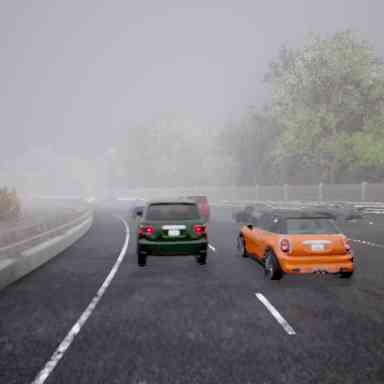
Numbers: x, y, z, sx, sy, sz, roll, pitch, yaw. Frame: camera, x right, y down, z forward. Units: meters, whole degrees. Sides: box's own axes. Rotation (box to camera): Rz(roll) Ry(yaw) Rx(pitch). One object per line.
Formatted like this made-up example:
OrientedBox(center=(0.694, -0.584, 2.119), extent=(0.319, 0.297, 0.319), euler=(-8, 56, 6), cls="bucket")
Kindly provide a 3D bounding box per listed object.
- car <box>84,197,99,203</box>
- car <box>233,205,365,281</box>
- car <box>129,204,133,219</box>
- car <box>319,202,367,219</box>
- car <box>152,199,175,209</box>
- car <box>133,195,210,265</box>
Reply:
OrientedBox(center=(-22.874, 1.788, 75.863), extent=(1.812, 1.442, 4.674), euler=(0, 0, -43), cls="car")
OrientedBox(center=(2.844, 1.362, 10.139), extent=(2.097, 1.767, 4.553), euler=(0, 0, -5), cls="car")
OrientedBox(center=(-4.558, 1.563, 29.785), extent=(1.882, 1.535, 5.008), euler=(0, 0, -16), cls="car")
OrientedBox(center=(10.165, 1.496, 24.510), extent=(2.128, 1.511, 4.902), euler=(0, 0, -36), cls="car")
OrientedBox(center=(-4.158, 1.676, 48.068), extent=(1.994, 1.385, 4.181), euler=(0, 0, -26), cls="car")
OrientedBox(center=(-0.811, 1.251, 12.009), extent=(2.150, 2.045, 5.566), euler=(0, 0, -7), cls="car")
